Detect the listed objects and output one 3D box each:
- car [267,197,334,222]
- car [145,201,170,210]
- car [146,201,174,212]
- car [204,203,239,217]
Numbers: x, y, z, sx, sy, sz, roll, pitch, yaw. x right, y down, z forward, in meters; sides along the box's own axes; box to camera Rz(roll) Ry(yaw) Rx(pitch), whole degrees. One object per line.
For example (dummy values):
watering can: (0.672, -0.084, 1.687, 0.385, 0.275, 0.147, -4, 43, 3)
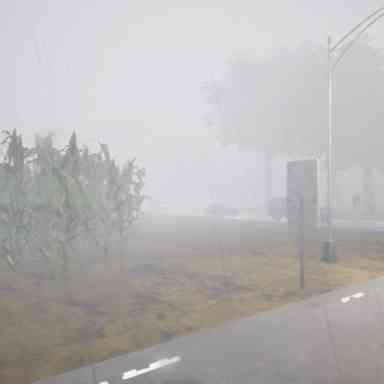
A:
car: (8.824, 1.414, 27.556, 2.150, 2.045, 5.566, -1, 0, -36)
car: (-5.501, 2.087, 52.860, 1.895, 1.301, 4.718, -1, 0, -35)
car: (-4.388, 2.052, 46.302, 1.895, 1.301, 4.718, -1, 0, -35)
car: (3.113, 1.866, 35.648, 1.994, 1.385, 4.181, -1, 0, -35)
